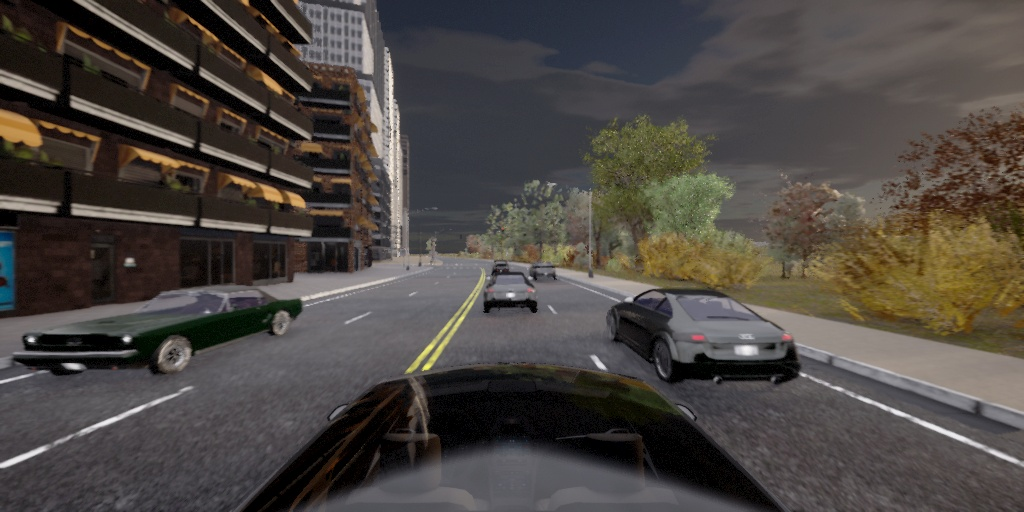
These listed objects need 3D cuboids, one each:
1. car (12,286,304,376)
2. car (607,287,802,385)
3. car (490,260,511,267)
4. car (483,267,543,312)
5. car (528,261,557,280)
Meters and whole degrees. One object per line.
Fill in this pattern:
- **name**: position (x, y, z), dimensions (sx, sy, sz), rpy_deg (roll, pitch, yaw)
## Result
- **car**: position (-6.650, 1.358, 7.628), dimensions (1.895, 1.301, 4.718), rpy_deg (0, 0, -1)
- **car**: position (3.294, 1.299, 7.077), dimensions (1.994, 1.385, 4.181), rpy_deg (0, 0, -1)
- **car**: position (-1.207, 1.200, 36.927), dimensions (1.837, 1.490, 4.892), rpy_deg (0, 0, -4)
- **car**: position (-0.096, 1.298, 14.213), dimensions (1.994, 1.385, 4.181), rpy_deg (0, 0, -1)
- **car**: position (2.493, 1.192, 30.065), dimensions (2.128, 1.511, 4.902), rpy_deg (0, 0, -3)
